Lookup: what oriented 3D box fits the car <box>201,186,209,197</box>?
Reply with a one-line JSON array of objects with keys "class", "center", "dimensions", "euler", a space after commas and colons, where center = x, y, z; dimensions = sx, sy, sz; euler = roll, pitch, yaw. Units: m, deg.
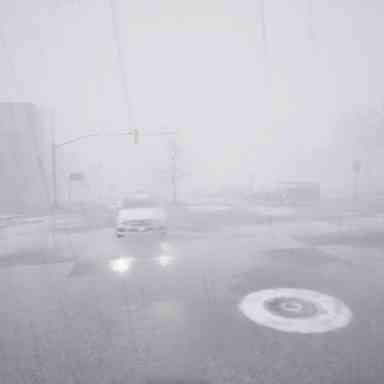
[{"class": "car", "center": [4.803, 0.079, 59.289], "dimensions": [5.008, 1.535, 2.097], "euler": [-1, 1, -29]}]

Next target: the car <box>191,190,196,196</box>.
[{"class": "car", "center": [3.377, -0.180, 68.090], "dimensions": [5.566, 2.045, 2.435], "euler": [0, 0, -29]}]

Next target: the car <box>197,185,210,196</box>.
[{"class": "car", "center": [4.352, -0.182, 62.245], "dimensions": [5.566, 2.045, 2.435], "euler": [0, 0, -29]}]

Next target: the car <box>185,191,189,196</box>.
[{"class": "car", "center": [1.847, 0.115, 76.832], "dimensions": [5.366, 1.575, 1.946], "euler": [0, 0, -29]}]

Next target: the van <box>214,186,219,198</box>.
[{"class": "van", "center": [6.094, -0.102, 50.403], "dimensions": [4.442, 1.987, 1.878], "euler": [-1, 1, -29]}]

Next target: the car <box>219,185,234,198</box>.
[{"class": "car", "center": [6.689, 0.013, 47.535], "dimensions": [4.553, 1.767, 2.185], "euler": [-1, 1, -29]}]

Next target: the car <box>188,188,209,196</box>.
[{"class": "car", "center": [1.571, 0.019, 79.882], "dimensions": [4.553, 1.767, 2.185], "euler": [0, 0, -29]}]

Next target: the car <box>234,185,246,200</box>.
[{"class": "car", "center": [7.898, 0.185, 38.605], "dimensions": [5.366, 1.575, 1.946], "euler": [-1, 1, -29]}]

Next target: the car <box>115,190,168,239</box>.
[{"class": "car", "center": [-2.072, 0.858, 13.615], "dimensions": [1.812, 1.442, 4.674], "euler": [-2, 3, -9]}]

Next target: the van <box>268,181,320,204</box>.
[{"class": "van", "center": [9.353, 0.009, 29.812], "dimensions": [4.442, 1.987, 1.878], "euler": [-1, 1, -29]}]

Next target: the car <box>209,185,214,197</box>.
[{"class": "car", "center": [5.889, 0.102, 53.501], "dimensions": [5.366, 1.575, 1.946], "euler": [-1, 0, -29]}]

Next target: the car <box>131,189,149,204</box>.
[{"class": "car", "center": [-6.166, 0.470, 39.384], "dimensions": [1.882, 1.535, 5.008], "euler": [-1, 1, -9]}]

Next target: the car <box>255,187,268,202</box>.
[{"class": "car", "center": [8.986, 0.258, 32.817], "dimensions": [4.674, 1.452, 2.002], "euler": [-1, 0, -29]}]

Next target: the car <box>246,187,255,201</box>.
[{"class": "car", "center": [8.528, 0.242, 35.756], "dimensions": [4.674, 1.452, 2.002], "euler": [-1, 1, -29]}]

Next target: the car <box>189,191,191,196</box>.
[{"class": "car", "center": [2.498, -0.029, 74.003], "dimensions": [4.553, 1.767, 2.185], "euler": [0, 0, -29]}]

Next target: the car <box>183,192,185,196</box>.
[{"class": "car", "center": [1.070, 0.179, 82.806], "dimensions": [5.008, 1.535, 2.097], "euler": [0, -1, -29]}]
